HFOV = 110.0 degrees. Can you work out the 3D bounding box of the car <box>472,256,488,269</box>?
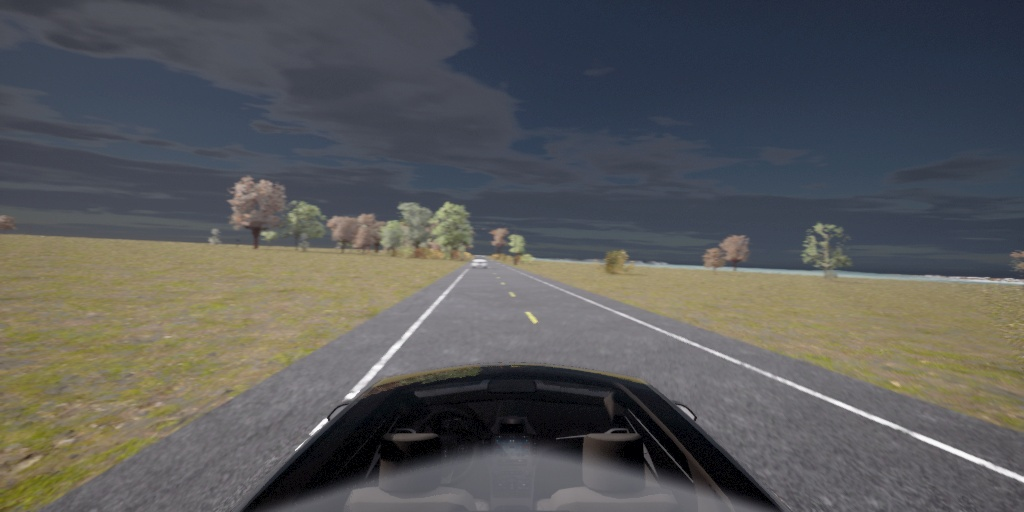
[{"bbox_3d":[-5.128,0.971,57.156,2.150,2.045,5.566,2,0,-5],"label":"car"}]
